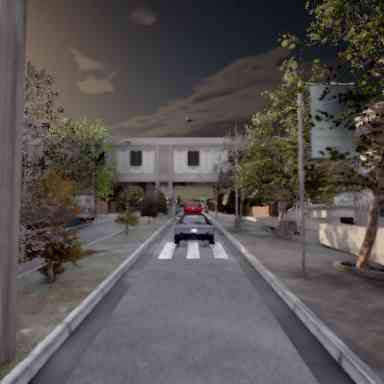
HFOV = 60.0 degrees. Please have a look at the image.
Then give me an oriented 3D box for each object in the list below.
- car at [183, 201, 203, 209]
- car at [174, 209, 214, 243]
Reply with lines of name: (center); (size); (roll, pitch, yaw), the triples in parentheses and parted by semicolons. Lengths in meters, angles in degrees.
car: (0.109, 2.094, 40.718); (2.150, 2.045, 5.566); (0, -2, 0)
car: (0.103, 1.785, 17.320); (1.994, 1.385, 4.181); (0, -1, 0)
